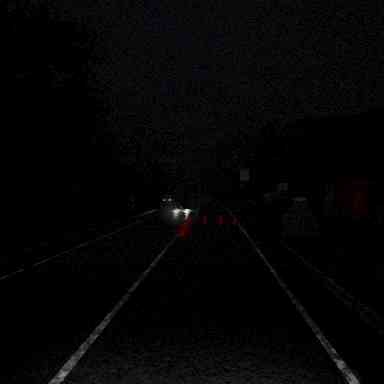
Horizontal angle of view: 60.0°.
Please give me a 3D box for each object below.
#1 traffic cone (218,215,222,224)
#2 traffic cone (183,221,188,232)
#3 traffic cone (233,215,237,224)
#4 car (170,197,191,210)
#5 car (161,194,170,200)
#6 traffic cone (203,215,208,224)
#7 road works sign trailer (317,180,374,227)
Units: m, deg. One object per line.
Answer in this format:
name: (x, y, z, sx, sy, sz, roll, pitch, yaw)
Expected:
traffic cone: (1.891, 1.859, 22.205, 0.340, 0.580, 0.340, 0, 0, 4)
traffic cone: (-0.495, 1.878, 16.359, 0.340, 0.580, 0.340, 0, 0, 4)
traffic cone: (2.864, 1.863, 22.272, 0.340, 0.580, 0.340, 0, 0, 10)
car: (-1.123, 1.349, 40.203, 2.033, 1.411, 5.357, 0, 0, 3)
car: (-6.996, 1.177, 87.815, 1.882, 1.535, 5.008, -2, 0, -17)
traffic cone: (0.901, 1.854, 22.272, 0.340, 0.580, 0.340, 0, 0, 4)
road works sign trailer: (7.919, 0.515, 18.580, 3.560, 2.380, 2.880, -5, 7, -42)
